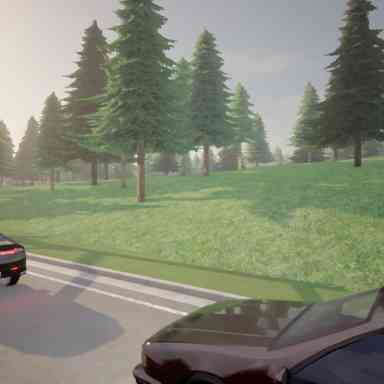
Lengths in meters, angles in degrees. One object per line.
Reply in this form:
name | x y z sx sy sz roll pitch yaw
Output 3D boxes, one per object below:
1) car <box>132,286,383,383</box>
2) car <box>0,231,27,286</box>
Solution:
car | 2.011 1.547 2.558 5.357 1.411 2.033 0 0 35
car | -5.979 1.491 8.148 4.902 1.511 2.128 0 0 36
